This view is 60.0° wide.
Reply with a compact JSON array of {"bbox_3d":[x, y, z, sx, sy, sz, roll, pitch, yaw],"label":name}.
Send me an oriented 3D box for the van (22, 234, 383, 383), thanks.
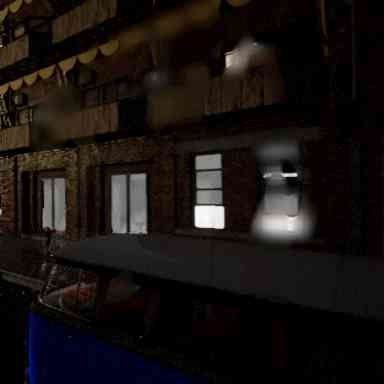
[{"bbox_3d":[0.268,1.338,2.699,3.998,1.788,1.690,0,-1,36],"label":"van"}]
